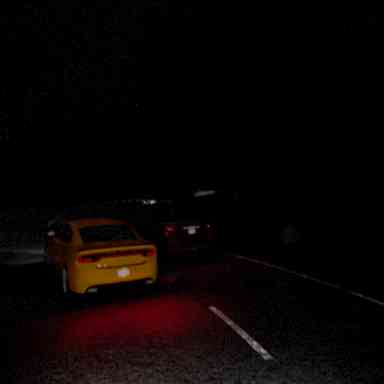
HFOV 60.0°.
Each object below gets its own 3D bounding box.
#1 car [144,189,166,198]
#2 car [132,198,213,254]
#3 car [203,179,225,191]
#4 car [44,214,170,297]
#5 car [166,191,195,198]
[{"bbox_3d":[-5.488,0.318,51.397,1.812,1.442,4.674,0,4,33],"label":"car"},{"bbox_3d":[-1.337,1.268,12.239,2.097,1.767,4.553,0,0,-39],"label":"car"},{"bbox_3d":[4.414,-1.425,65.151,2.150,2.045,5.566,0,5,39],"label":"car"},{"bbox_3d":[-2.566,1.418,8.668,1.882,1.535,5.008,0,0,-30],"label":"car"},{"bbox_3d":[-1.451,0.268,50.964,1.895,1.301,4.718,0,5,33],"label":"car"}]
